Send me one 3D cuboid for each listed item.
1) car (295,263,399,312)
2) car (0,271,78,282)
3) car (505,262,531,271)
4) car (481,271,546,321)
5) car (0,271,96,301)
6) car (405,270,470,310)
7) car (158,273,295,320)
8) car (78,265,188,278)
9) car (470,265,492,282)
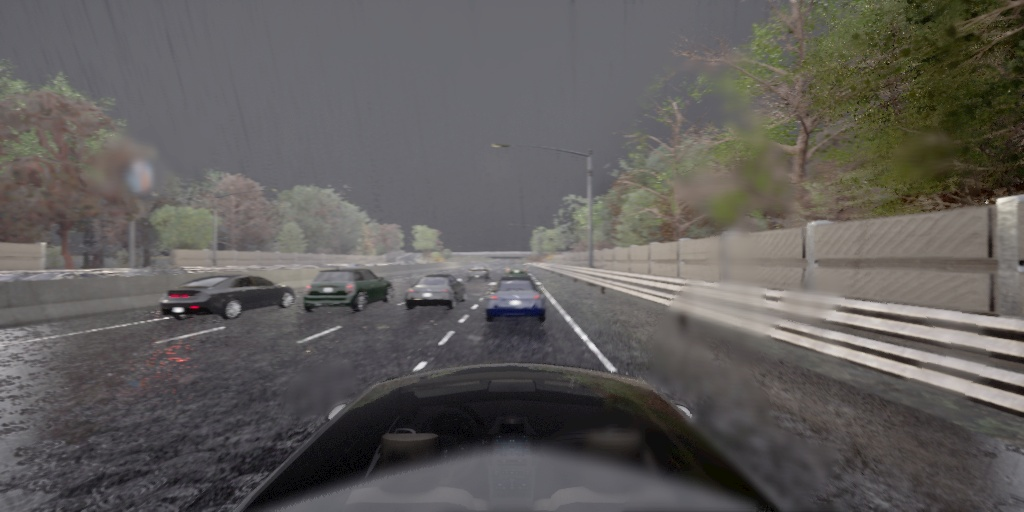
[{"bbox_3d":[-6.734,1.283,15.308,2.097,1.767,4.553,0,-1,1],"label":"car"},{"bbox_3d":[-24.377,1.568,19.264,2.128,1.511,4.902,0,-1,1],"label":"car"},{"bbox_3d":[0.445,1.443,34.482,2.097,1.767,4.553,0,-1,1],"label":"car"},{"bbox_3d":[0.134,1.431,13.093,1.994,1.385,4.181,0,-1,1],"label":"car"},{"bbox_3d":[-27.863,1.657,20.446,2.033,1.411,5.357,0,-1,1],"label":"car"},{"bbox_3d":[-3.225,1.479,15.781,1.994,1.385,4.181,0,-1,1],"label":"car"},{"bbox_3d":[-10.261,1.437,13.480,1.837,1.490,4.892,0,-1,1],"label":"car"},{"bbox_3d":[-20.860,1.421,20.514,2.097,1.767,4.553,0,-1,1],"label":"car"},{"bbox_3d":[-2.969,1.591,33.326,2.128,1.511,4.902,0,-1,1],"label":"car"}]
